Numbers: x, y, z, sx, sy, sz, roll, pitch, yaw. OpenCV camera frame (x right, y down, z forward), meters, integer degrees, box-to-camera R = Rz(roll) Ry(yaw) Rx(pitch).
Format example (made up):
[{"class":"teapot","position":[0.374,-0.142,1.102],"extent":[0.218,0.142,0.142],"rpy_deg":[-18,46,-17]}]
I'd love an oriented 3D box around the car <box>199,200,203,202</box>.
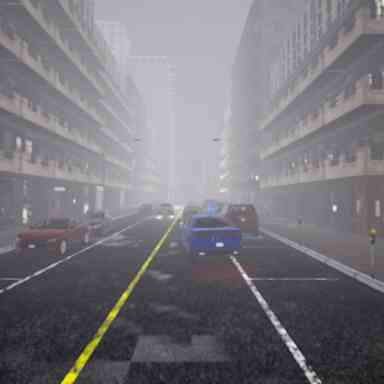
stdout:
[{"class":"car","position":[2.652,1.996,53.862],"extent":[2.192,1.841,5.009],"rpy_deg":[0,-1,0]}]

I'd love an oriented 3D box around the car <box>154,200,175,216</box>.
[{"class":"car","position":[-3.122,2.031,40.133],"extent":[1.812,1.442,4.674],"rpy_deg":[0,-1,0]}]

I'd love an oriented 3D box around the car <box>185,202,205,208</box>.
[{"class":"car","position":[0.071,2.027,33.883],"extent":[1.895,1.301,4.718],"rpy_deg":[0,-1,0]}]

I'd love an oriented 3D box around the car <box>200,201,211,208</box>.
[{"class":"car","position":[2.643,2.393,65.222],"extent":[1.947,1.339,4.313],"rpy_deg":[0,-1,0]}]

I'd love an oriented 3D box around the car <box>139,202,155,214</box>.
[{"class":"car","position":[-5.720,2.081,42.486],"extent":[1.887,1.381,4.507],"rpy_deg":[0,-1,0]}]

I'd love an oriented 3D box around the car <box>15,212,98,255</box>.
[{"class":"car","position":[-5.698,1.721,14.076],"extent":[1.887,1.381,4.507],"rpy_deg":[0,-1,0]}]

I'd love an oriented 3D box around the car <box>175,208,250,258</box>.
[{"class":"car","position":[0.596,1.648,13.562],"extent":[1.882,1.535,5.008],"rpy_deg":[0,-1,-8]}]

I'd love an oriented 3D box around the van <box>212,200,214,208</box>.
[{"class":"van","position":[2.674,1.660,25.452],"extent":[1.690,1.788,3.998],"rpy_deg":[0,-1,0]}]

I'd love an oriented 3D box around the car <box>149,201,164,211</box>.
[{"class":"car","position":[-5.729,2.232,53.850],"extent":[2.008,1.369,4.403],"rpy_deg":[0,-1,0]}]

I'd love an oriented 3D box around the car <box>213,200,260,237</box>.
[{"class":"car","position":[2.678,1.563,19.770],"extent":[2.192,1.841,5.009],"rpy_deg":[0,-1,0]}]

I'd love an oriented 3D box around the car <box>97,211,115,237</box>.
[{"class":"car","position":[-5.703,1.830,19.758],"extent":[1.802,1.307,4.206],"rpy_deg":[0,-1,0]}]

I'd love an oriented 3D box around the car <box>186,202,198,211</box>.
[{"class":"car","position":[0.059,2.292,54.709],"extent":[1.895,1.301,4.718],"rpy_deg":[0,-1,0]}]

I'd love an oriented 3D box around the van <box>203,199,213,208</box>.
[{"class":"van","position":[2.661,1.877,42.497],"extent":[1.690,1.788,3.998],"rpy_deg":[0,-1,0]}]

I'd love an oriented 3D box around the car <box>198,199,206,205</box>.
[{"class":"car","position":[2.626,2.675,87.951],"extent":[2.008,1.369,4.403],"rpy_deg":[0,-1,0]}]

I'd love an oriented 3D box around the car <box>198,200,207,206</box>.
[{"class":"car","position":[2.630,2.600,82.268],"extent":[2.008,1.369,4.403],"rpy_deg":[0,-1,0]}]
